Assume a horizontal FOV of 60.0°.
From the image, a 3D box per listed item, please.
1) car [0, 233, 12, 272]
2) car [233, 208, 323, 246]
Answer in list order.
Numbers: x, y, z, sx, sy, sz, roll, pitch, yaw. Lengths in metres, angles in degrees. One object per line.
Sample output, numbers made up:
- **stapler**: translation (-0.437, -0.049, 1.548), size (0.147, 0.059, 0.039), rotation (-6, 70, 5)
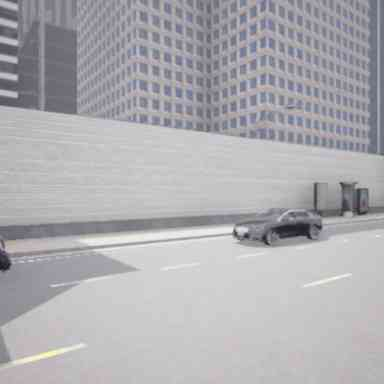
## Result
- **car**: translation (-6.824, 1.351, 7.722), size (4.553, 1.767, 2.097), rotation (0, 0, -35)
- **car**: translation (4.041, 1.499, 15.349), size (4.902, 1.511, 2.128), rotation (0, 0, -35)
